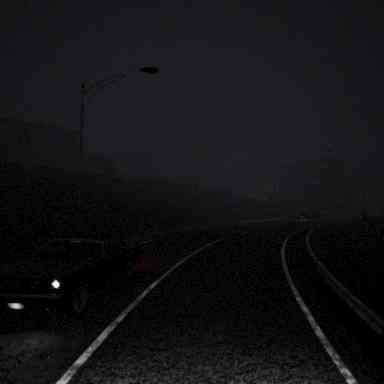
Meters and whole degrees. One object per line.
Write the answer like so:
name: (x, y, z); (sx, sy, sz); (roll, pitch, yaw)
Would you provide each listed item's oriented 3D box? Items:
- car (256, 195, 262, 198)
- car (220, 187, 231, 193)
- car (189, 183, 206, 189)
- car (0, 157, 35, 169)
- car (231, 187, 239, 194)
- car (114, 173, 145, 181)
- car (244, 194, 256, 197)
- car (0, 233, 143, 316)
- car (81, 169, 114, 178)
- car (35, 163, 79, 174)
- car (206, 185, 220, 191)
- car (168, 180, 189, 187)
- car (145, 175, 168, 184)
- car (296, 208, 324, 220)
car: (16.930, 1.723, 91.234); (2.002, 1.452, 4.674); (-2, -6, 27)
car: (6.004, -0.266, 72.019); (2.185, 1.767, 4.553); (-2, -5, 32)
car: (-0.031, -0.858, 62.772); (2.002, 1.452, 4.674); (-3, -5, 35)
car: (-20.558, -2.973, 36.552); (2.231, 1.521, 4.892); (-3, -5, 41)
car: (8.928, 0.029, 76.800); (2.435, 2.045, 5.566); (-2, -5, 31)
car: (-9.921, -1.977, 49.276); (2.097, 1.535, 5.008); (-3, -6, 39)
car: (14.348, 1.229, 86.355); (2.002, 1.452, 4.674); (-2, -6, 29)
car: (-2.756, 1.736, 8.010); (1.895, 1.301, 4.718); (0, -1, 9)
car: (-13.385, -2.284, 44.952); (2.002, 1.452, 4.674); (-3, -6, 40)
car: (-16.941, -2.660, 40.710); (2.231, 1.521, 4.892); (-3, -6, 41)
car: (2.980, -0.537, 67.269); (2.231, 1.521, 4.892); (-3, -5, 34)
car: (-3.194, -1.228, 58.264); (2.163, 1.488, 4.792); (-3, -5, 36)
car: (-6.564, -1.751, 53.659); (2.185, 1.767, 4.553); (-3, -5, 37)
car: (15.661, 2.875, 43.832); (2.033, 1.411, 5.357); (-4, -4, 42)
